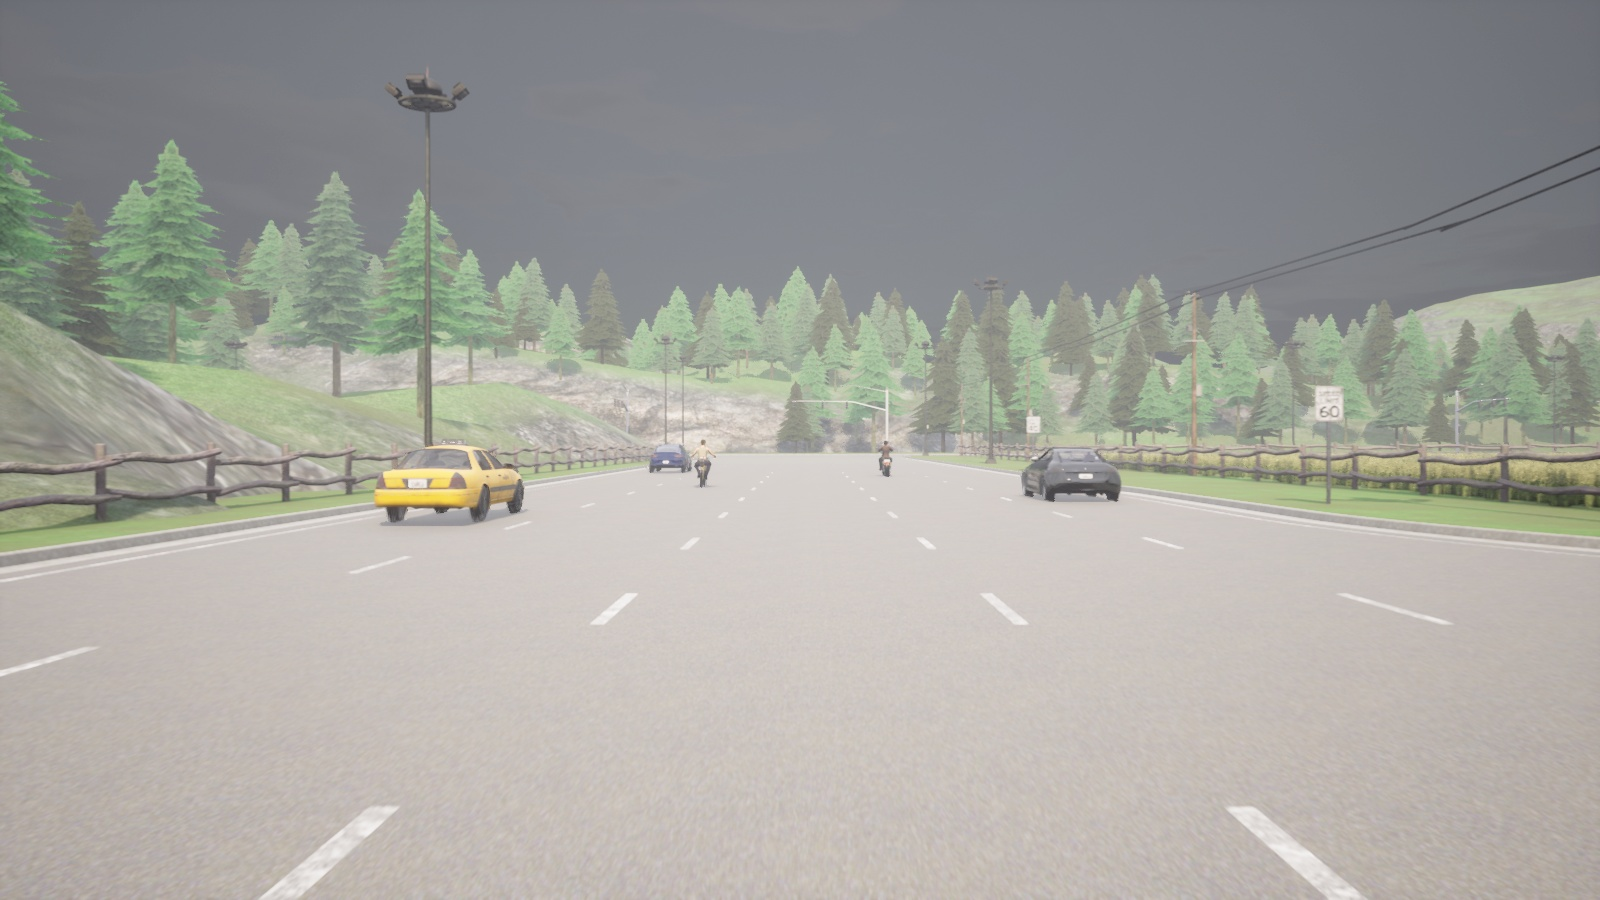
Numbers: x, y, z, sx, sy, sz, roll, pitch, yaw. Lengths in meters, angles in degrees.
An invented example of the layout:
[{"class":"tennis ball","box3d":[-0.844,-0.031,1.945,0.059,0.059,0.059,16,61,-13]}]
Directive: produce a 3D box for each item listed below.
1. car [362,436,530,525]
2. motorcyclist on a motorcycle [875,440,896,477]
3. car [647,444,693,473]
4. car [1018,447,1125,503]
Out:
[{"class":"car","box3d":[-6.844,0.538,24.922,1.801,1.575,5.366,0,0,0]},{"class":"motorcyclist on a motorcycle","box3d":[3.835,0.381,56.501,0.766,1.649,2.350,0,0,0]},{"class":"car","box3d":[-6.622,0.404,64.404,1.812,1.442,4.674,0,0,0]},{"class":"car","box3d":[7.206,0.626,33.719,1.994,1.385,4.181,0,0,0]}]
